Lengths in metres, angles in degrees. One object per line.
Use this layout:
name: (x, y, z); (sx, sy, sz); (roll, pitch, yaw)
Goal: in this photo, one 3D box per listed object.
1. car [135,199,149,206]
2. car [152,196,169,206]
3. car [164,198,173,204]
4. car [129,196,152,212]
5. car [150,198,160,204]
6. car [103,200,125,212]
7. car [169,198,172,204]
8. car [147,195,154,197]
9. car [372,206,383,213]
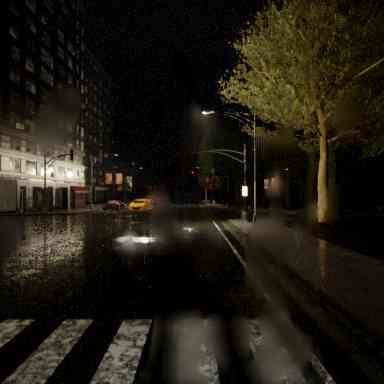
car: (-9.631, 1.996, 64.796); (1.994, 1.385, 4.181); (0, -1, 1)
car: (-6.356, 2.007, 66.919); (2.033, 1.411, 5.357); (0, -1, 1)
car: (-6.286, 2.304, 87.981); (2.033, 1.411, 5.357); (0, -1, 0)
car: (-6.501, 1.669, 41.345); (1.882, 1.535, 5.008); (0, 0, 0)
car: (-9.540, 2.265, 86.335); (2.128, 1.511, 4.902); (0, -1, 0)
car: (-9.989, 1.767, 42.802); (1.994, 1.385, 4.181); (0, 0, 4)
car: (-6.313, 2.128, 77.211); (1.812, 1.442, 4.674); (0, -1, 0)
car: (-9.566, 1.810, 75.948); (2.150, 2.045, 5.566); (0, -1, 0)
car: (41.790, 3.910, 74.394); (4.892, 1.490, 1.837); (4, -3, -45)
